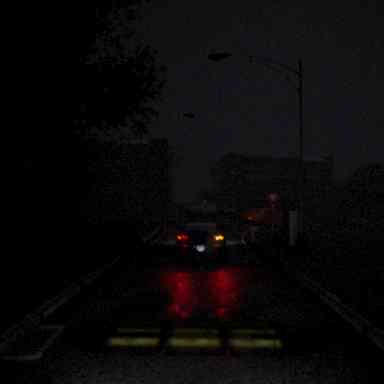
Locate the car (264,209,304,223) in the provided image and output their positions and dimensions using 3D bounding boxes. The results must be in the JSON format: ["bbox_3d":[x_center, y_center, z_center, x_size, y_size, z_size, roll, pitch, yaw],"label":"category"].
[{"bbox_3d":[12.778,3.329,46.492,1.946,1.575,5.366,6,-3,-31],"label":"car"}]

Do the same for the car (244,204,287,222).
[{"bbox_3d":[9.957,2.796,45.739,2.435,2.045,5.566,7,-3,-31],"label":"car"}]

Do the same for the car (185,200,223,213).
[{"bbox_3d":[1.137,2.097,43.935,2.435,2.045,5.566,1,-2,-31],"label":"car"}]

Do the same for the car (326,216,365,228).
[{"bbox_3d":[21.723,4.227,48.032,2.002,1.452,4.674,6,-3,-31],"label":"car"}]

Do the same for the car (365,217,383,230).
[{"bbox_3d":[24.685,4.513,48.599,2.002,1.452,4.674,7,-3,-30],"label":"car"}]

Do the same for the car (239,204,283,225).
[{"bbox_3d":[6.933,2.316,31.770,1.882,1.535,5.008,2,-3,43],"label":"car"}]

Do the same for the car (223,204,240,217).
[{"bbox_3d":[4.006,2.385,44.576,2.185,1.767,4.553,4,-3,-32],"label":"car"}]

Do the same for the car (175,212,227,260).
[{"bbox_3d":[0.348,1.710,13.119,1.812,1.442,4.674,0,-1,2],"label":"car"}]
